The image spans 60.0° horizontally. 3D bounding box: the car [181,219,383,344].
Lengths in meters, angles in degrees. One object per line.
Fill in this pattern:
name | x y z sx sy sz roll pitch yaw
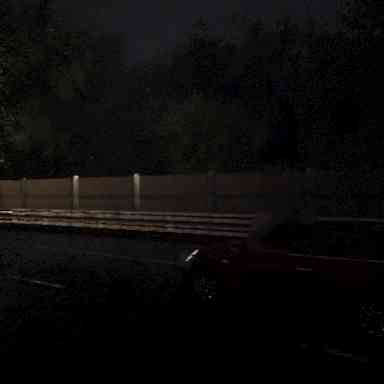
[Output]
car | 1.974 1.332 6.599 4.553 1.767 2.097 -1 0 36
